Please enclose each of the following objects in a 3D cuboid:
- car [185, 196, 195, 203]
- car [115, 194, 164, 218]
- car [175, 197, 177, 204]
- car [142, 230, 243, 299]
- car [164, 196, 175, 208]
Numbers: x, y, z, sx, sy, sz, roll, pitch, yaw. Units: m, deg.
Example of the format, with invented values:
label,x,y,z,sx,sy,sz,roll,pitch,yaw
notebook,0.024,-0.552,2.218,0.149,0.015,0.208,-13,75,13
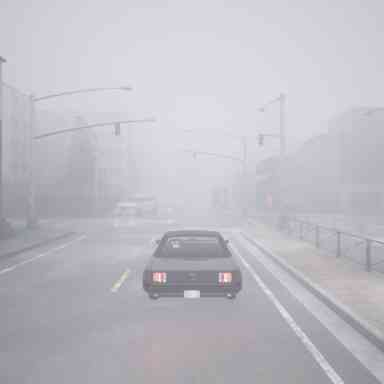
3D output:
label,x,y,z,sx,sy,sz,roll,pitch,yaw
car,-0.433,1.491,66.649,2.128,1.511,4.902,0,0,0
car,-5.179,1.308,32.224,2.150,2.045,5.566,1,3,22
car,-3.962,1.502,65.064,1.837,1.490,4.892,0,1,0
car,0.012,1.601,8.367,1.895,1.301,4.718,0,0,0
car,-3.911,1.526,48.622,1.812,1.442,4.674,0,0,0
